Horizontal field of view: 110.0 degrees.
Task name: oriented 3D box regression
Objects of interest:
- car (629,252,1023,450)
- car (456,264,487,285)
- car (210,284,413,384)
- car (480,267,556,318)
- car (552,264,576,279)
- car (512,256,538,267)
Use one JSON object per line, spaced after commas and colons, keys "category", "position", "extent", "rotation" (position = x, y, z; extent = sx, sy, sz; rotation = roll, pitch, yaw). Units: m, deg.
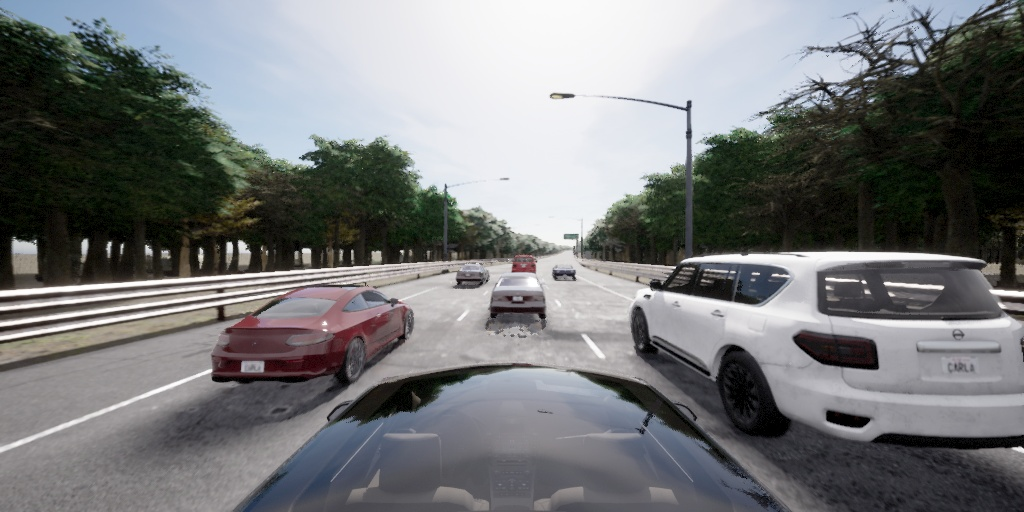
{"category": "car", "position": [3.643, 0.974, 5.577], "extent": [2.150, 2.045, 5.566], "rotation": [0, 0, 1]}
{"category": "car", "position": [-2.751, 1.295, 25.913], "extent": [2.033, 1.411, 5.357], "rotation": [0, 0, 3]}
{"category": "car", "position": [-3.349, 1.272, 6.959], "extent": [1.812, 1.442, 4.674], "rotation": [0, 0, 0]}
{"category": "car", "position": [0.242, 1.297, 13.008], "extent": [2.033, 1.411, 5.357], "rotation": [0, 0, 2]}
{"category": "car", "position": [4.652, 1.358, 32.664], "extent": [1.895, 1.301, 4.718], "rotation": [0, 0, 4]}
{"category": "car", "position": [1.165, 0.975, 32.969], "extent": [2.150, 2.045, 5.566], "rotation": [0, 0, 4]}
